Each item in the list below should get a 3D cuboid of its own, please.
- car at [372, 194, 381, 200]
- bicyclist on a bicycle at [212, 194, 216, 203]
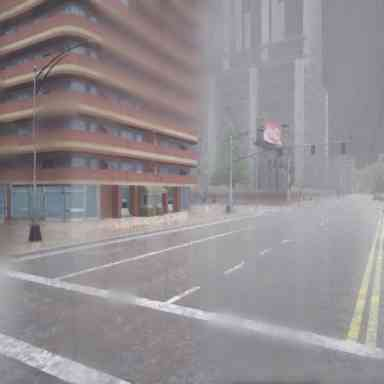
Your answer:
[{"bbox_3d":[45.012,1.241,80.919,1.837,1.490,4.892,0,0,30],"label":"car"},{"bbox_3d":[3.938,1.158,59.043,0.582,1.620,1.656,0,0,30],"label":"bicyclist on a bicycle"}]
